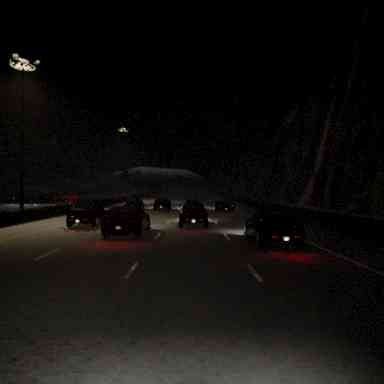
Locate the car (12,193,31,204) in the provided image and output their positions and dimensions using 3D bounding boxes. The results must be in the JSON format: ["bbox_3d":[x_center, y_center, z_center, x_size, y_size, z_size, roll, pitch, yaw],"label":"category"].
[{"bbox_3d":[-28.005,1.025,55.648,2.097,1.767,4.553,0,1,0],"label":"car"}]

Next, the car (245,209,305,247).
[{"bbox_3d":[3.599,1.519,15.096,1.837,1.490,4.892,0,0,0],"label":"car"}]

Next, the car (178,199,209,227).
[{"bbox_3d":[0.098,1.494,22.519,1.837,1.490,4.892,0,0,0],"label":"car"}]

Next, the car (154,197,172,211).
[{"bbox_3d":[-3.404,1.367,39.078,1.837,1.490,4.892,0,1,0],"label":"car"}]

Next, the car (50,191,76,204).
[{"bbox_3d":[-21.005,0.933,55.589,2.150,2.045,5.566,0,1,0],"label":"car"}]

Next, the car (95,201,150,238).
[{"bbox_3d":[-3.402,1.483,17.780,1.882,1.535,5.008,0,0,0],"label":"car"}]

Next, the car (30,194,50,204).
[{"bbox_3d":[-24.505,1.299,55.592,1.895,1.301,4.718,0,1,0],"label":"car"}]

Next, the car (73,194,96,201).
[{"bbox_3d":[-17.505,1.248,55.622,2.033,1.411,5.357,0,1,0],"label":"car"}]

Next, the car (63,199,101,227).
[{"bbox_3d":[-6.902,1.493,22.459,1.837,1.490,4.892,0,0,0],"label":"car"}]

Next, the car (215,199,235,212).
[{"bbox_3d":[3.597,1.482,37.297,1.895,1.301,4.718,0,1,0],"label":"car"}]

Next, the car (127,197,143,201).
[{"bbox_3d":[-6.904,1.379,39.832,1.812,1.442,4.674,0,1,0],"label":"car"}]
